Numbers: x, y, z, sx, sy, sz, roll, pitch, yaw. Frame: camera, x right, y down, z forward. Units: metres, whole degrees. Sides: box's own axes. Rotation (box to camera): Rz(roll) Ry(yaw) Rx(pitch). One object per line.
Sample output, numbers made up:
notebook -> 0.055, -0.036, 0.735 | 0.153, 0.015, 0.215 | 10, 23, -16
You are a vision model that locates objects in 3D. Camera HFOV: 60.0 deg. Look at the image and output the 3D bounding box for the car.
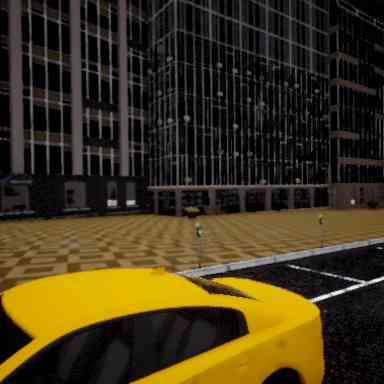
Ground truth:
car -> -0.983, 1.479, 2.672 | 5.008, 1.535, 1.882 | 0, 0, -36
